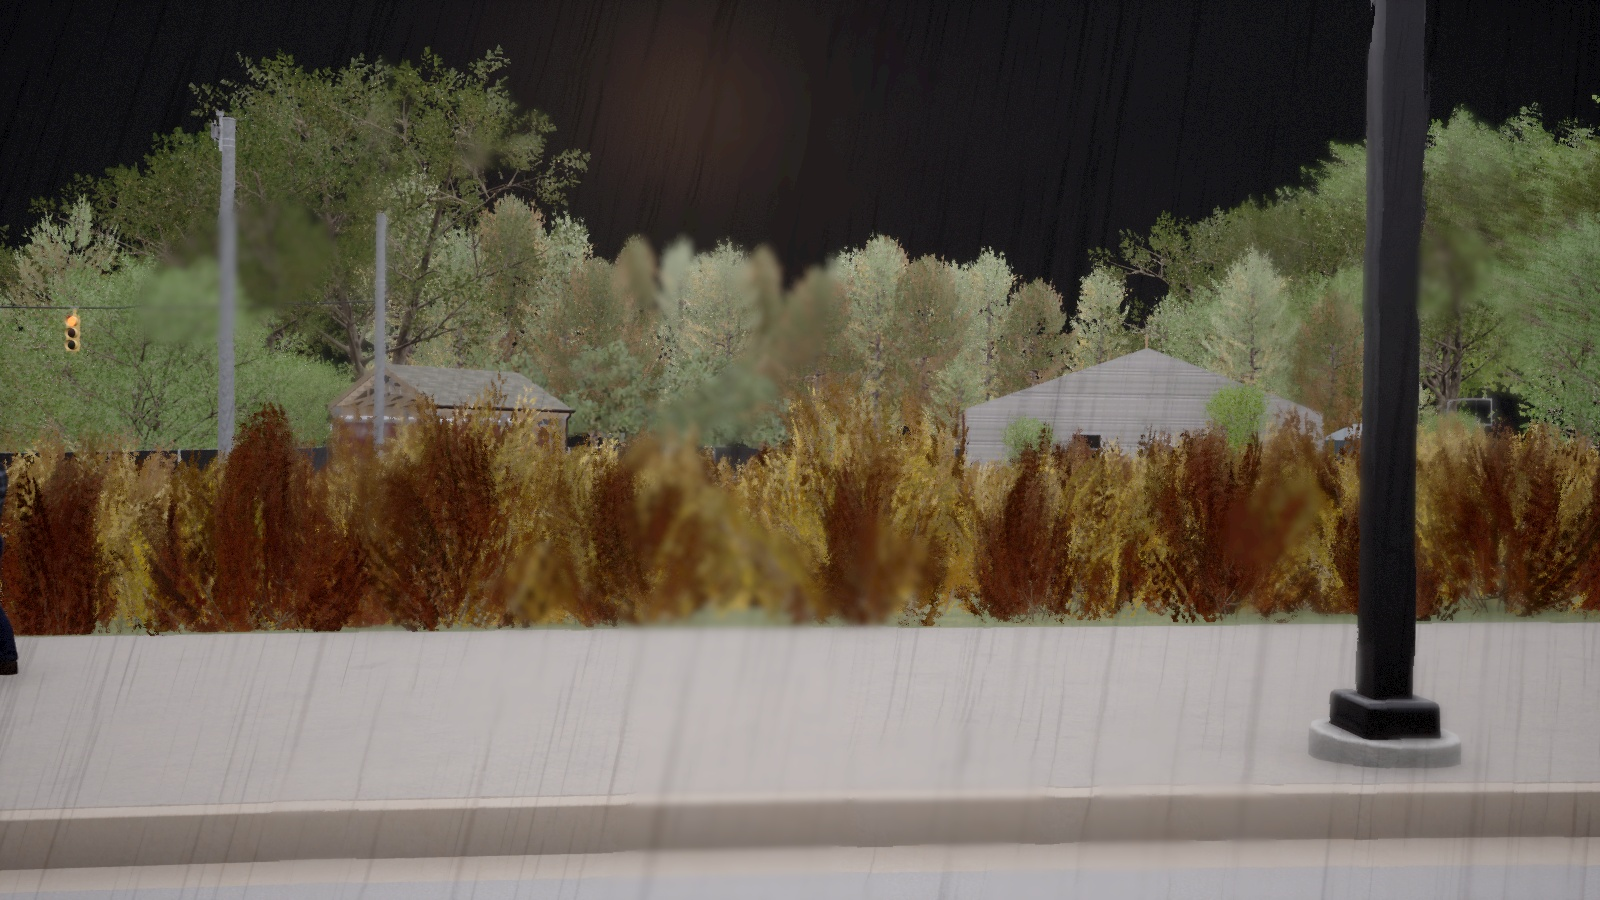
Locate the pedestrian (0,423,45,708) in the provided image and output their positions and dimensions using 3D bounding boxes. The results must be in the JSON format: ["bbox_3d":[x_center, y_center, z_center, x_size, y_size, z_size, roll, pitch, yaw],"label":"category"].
[{"bbox_3d":[-5.815,0.790,8.784,0.788,1.949,0.423,-1,1,-3],"label":"pedestrian"}]
